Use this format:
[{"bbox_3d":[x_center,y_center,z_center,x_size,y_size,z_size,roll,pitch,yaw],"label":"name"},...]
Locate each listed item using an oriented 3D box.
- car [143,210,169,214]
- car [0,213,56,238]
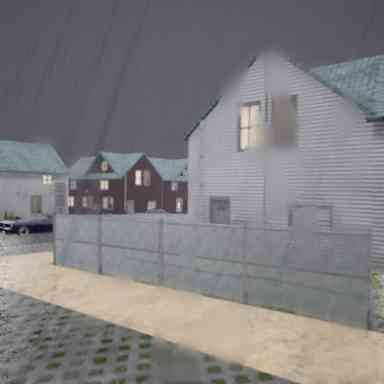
[{"bbox_3d":[-3.429,2.249,29.366,1.895,1.301,4.718,1,-1,36],"label":"car"},{"bbox_3d":[-9.557,2.026,21.036,1.895,1.301,4.718,1,-1,36],"label":"car"}]
